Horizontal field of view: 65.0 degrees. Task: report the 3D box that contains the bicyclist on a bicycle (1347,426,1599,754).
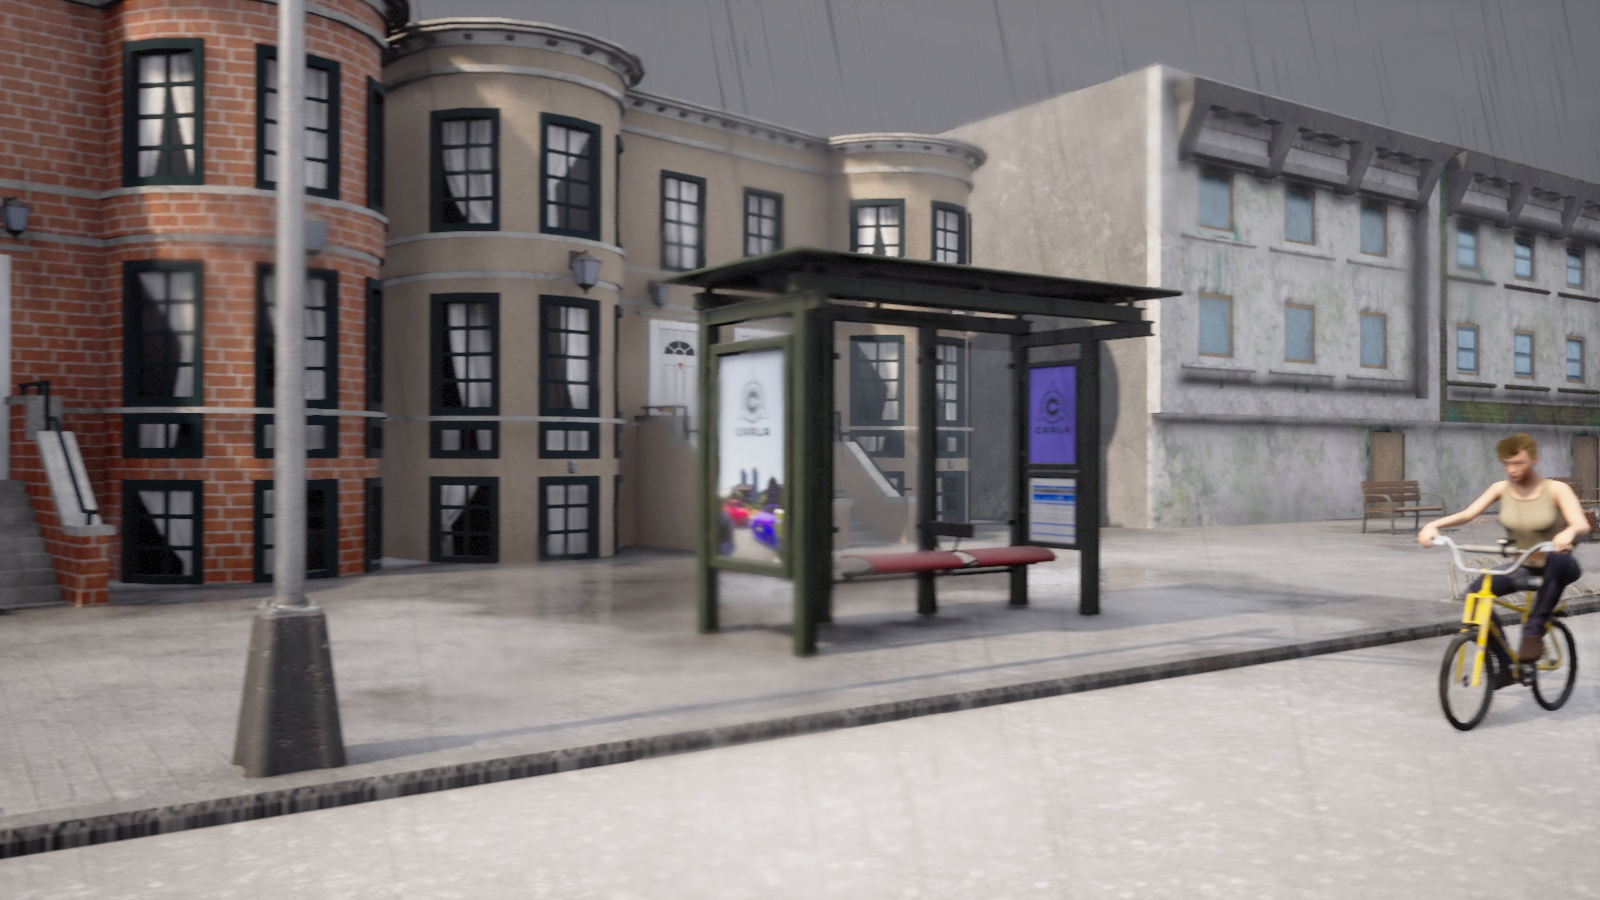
[{"bbox_3d":[3.868,0.690,6.954,1.509,1.612,0.866,0,0,-35],"label":"bicyclist on a bicycle"}]
